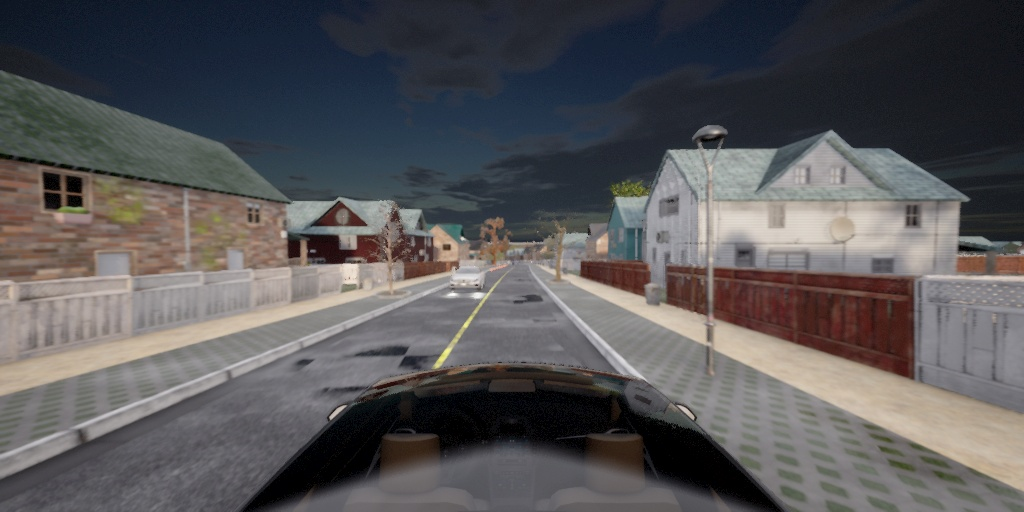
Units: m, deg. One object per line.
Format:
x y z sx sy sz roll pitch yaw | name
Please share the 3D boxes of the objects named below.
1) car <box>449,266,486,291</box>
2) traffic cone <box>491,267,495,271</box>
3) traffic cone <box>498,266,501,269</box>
-2.687 1.344 22.555 1.812 1.442 4.674 0 0 1 | car
-2.992 1.952 52.533 0.340 0.580 0.340 0 0 2 | traffic cone
-2.625 2.024 62.555 0.340 0.580 0.340 0 0 2 | traffic cone
